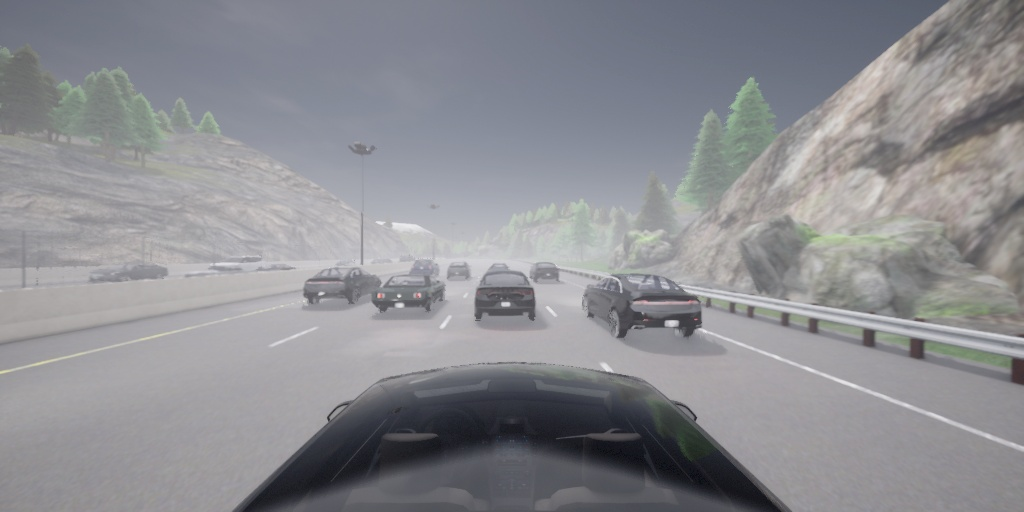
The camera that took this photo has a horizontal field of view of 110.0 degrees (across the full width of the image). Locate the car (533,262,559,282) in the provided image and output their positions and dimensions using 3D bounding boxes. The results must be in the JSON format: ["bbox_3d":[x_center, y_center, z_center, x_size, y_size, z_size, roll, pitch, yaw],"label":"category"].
[{"bbox_3d":[2.523,1.196,28.552,1.882,1.535,5.008,0,0,-3],"label":"car"}]

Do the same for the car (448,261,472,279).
[{"bbox_3d":[-4.647,1.222,32.010,2.128,1.511,4.902,0,0,-3],"label":"car"}]

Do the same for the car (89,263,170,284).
[{"bbox_3d":[-29.157,1.280,27.513,2.128,1.511,4.902,0,0,-3],"label":"car"}]

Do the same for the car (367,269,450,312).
[{"bbox_3d":[-3.821,1.347,14.148,1.895,1.301,4.718,0,0,-2],"label":"car"}]

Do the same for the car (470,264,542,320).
[{"bbox_3d":[-0.269,1.218,12.656,1.882,1.535,5.008,0,0,-2],"label":"car"}]

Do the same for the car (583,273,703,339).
[{"bbox_3d":[3.325,1.226,10.065,2.128,1.511,4.902,0,0,-2],"label":"car"}]

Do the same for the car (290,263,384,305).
[{"bbox_3d":[-7.425,1.244,16.198,2.128,1.511,4.902,0,0,-2],"label":"car"}]

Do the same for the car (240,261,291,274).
[{"bbox_3d":[-18.679,1.329,28.195,1.994,1.385,4.181,0,0,-3],"label":"car"}]

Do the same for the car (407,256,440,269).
[{"bbox_3d":[-8.265,1.088,34.421,2.097,1.767,4.553,0,0,-3],"label":"car"}]

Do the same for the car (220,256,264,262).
[{"bbox_3d":[-25.967,0.996,34.151,2.150,2.045,5.566,0,0,-3],"label":"car"}]

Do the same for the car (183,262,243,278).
[{"bbox_3d":[-22.139,1.374,27.229,1.895,1.301,4.718,0,0,-3],"label":"car"}]
